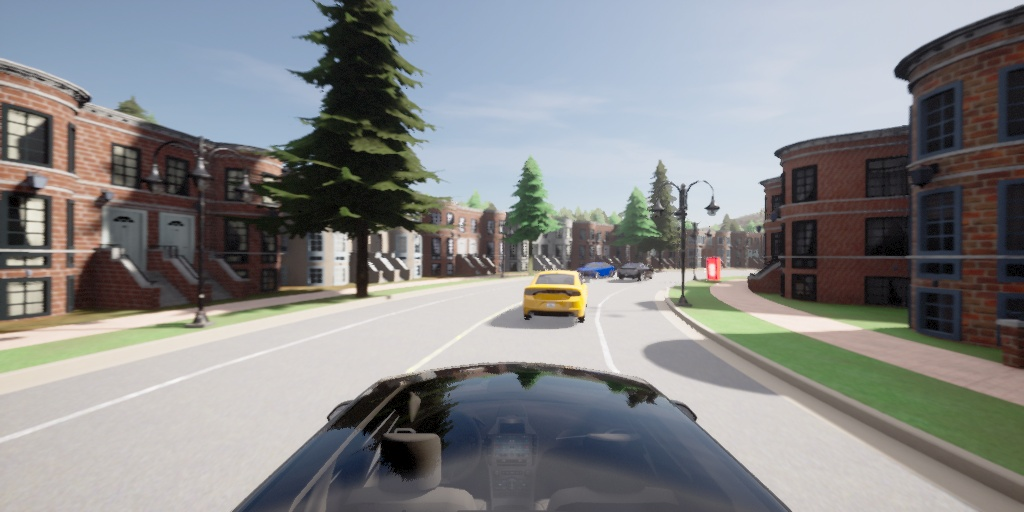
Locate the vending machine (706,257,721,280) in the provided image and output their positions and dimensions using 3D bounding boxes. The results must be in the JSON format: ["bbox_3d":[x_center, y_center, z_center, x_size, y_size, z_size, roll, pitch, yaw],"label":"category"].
[{"bbox_3d":[16.792,1.087,29.878,1.100,2.100,0.880,0,0,43],"label":"vending machine"}]

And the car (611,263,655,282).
[{"bbox_3d":[10.630,1.338,30.529,2.128,1.511,4.902,0,0,38],"label":"car"}]

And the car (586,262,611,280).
[{"bbox_3d":[7.617,1.304,32.647,1.882,1.535,5.008,0,0,39],"label":"car"}]

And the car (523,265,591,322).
[{"bbox_3d":[1.670,1.247,12.589,1.882,1.535,5.008,0,0,13],"label":"car"}]
